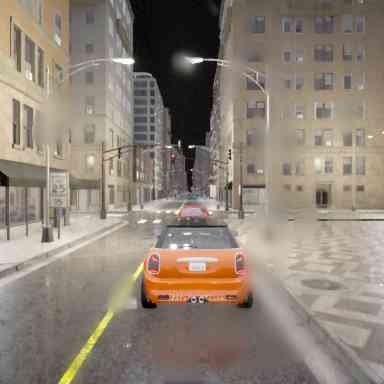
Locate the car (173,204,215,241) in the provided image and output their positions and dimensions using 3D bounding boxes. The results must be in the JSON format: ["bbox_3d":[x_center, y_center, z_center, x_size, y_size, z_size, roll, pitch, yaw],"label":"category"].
[{"bbox_3d":[0.084,1.477,17.656,1.882,1.535,5.008,0,0,0],"label":"car"}]

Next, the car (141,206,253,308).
[{"bbox_3d":[0.089,1.352,8.056,2.097,1.767,4.553,0,0,0],"label":"car"}]
